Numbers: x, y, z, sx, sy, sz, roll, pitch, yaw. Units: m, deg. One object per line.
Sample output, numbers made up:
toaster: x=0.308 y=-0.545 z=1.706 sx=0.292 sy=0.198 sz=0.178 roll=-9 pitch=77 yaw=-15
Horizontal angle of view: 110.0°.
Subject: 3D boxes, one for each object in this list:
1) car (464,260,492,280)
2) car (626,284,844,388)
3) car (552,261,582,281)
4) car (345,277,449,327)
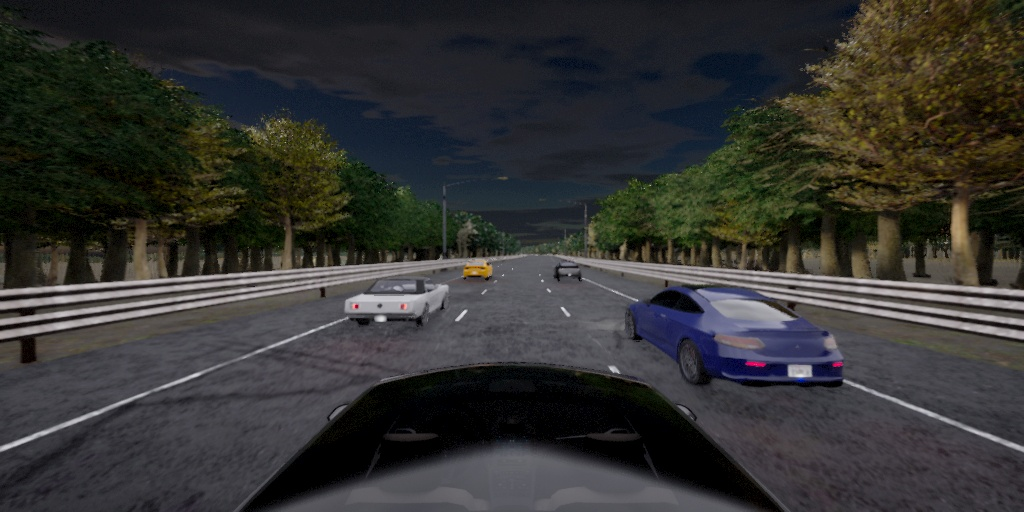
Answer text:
car: x=-2.718 y=1.094 z=29.512 sx=1.882 sy=1.535 sz=5.008 roll=0 pitch=0 yaw=3
car: x=3.627 y=1.253 z=6.782 sx=1.812 sy=1.442 sz=4.674 roll=0 pitch=1 yaw=1
car: x=4.214 y=1.120 z=27.843 sx=2.128 sy=1.511 sz=4.902 roll=0 pitch=0 yaw=3
car: x=-3.298 y=1.302 z=11.353 sx=1.895 sy=1.301 sz=4.718 roll=0 pitch=0 yaw=1
